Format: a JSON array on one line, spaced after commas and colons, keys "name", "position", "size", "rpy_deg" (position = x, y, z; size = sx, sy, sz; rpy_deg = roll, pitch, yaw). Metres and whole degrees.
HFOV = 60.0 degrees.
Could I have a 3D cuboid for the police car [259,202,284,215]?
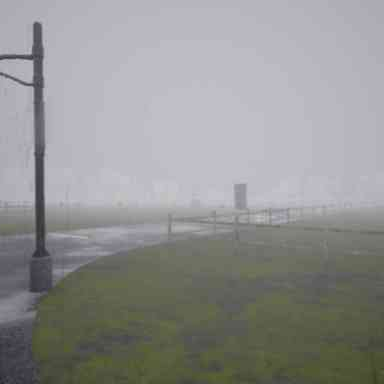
[{"name": "police car", "position": [10.452, 2.134, 43.727], "size": [1.930, 1.638, 5.238], "rpy_deg": [-2, -2, 36]}]
